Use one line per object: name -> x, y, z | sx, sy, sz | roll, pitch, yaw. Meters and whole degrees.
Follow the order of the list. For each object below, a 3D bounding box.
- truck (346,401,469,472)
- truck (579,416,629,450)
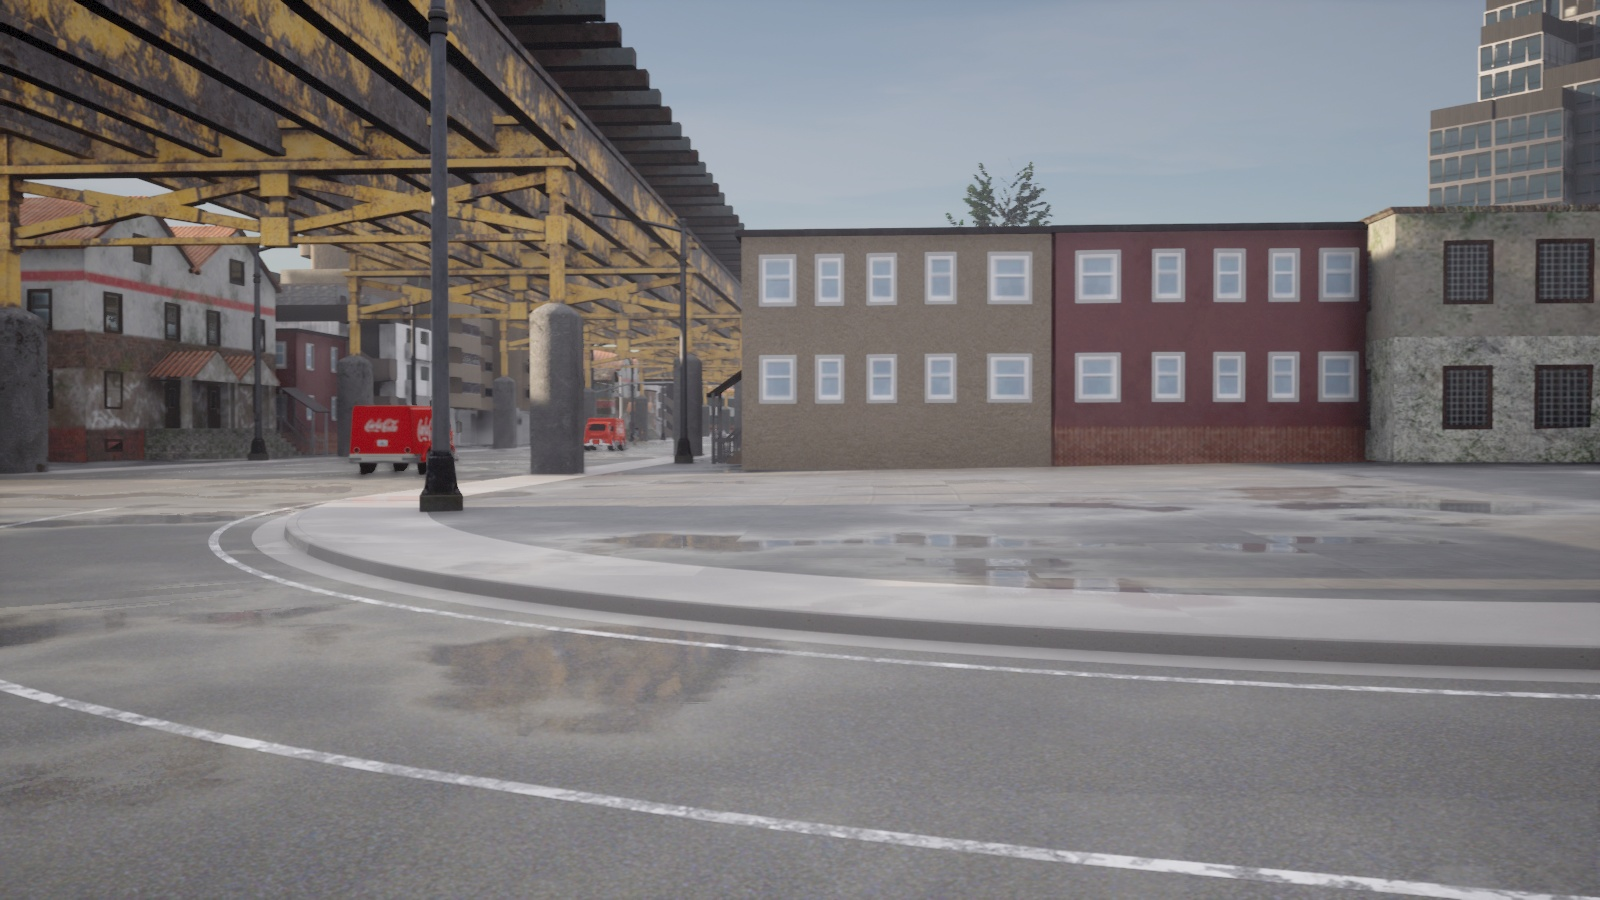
truck -> -14.422, -0.508, 46.525 | 2.627, 2.467, 5.204 | 0, 1, 4
truck -> -14.789, -1.300, 94.920 | 2.627, 2.467, 5.204 | 0, 1, 4
